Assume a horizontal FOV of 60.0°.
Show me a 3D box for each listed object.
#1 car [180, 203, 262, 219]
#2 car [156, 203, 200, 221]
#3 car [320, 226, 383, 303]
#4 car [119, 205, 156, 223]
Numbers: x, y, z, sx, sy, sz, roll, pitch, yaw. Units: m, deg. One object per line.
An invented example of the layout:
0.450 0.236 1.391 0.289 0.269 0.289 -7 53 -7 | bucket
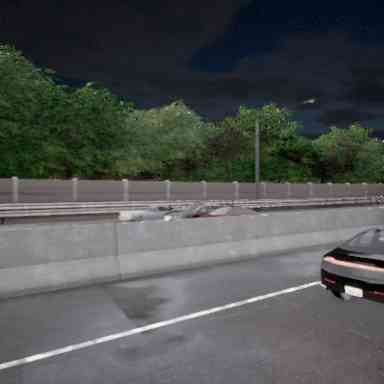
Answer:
1.939 1.505 18.164 4.674 1.442 1.812 0 0 -35 | car
0.504 1.468 21.429 4.902 1.511 2.128 0 0 -35 | car
4.747 1.480 7.073 4.902 1.511 2.128 0 0 -35 | car
-2.694 1.578 23.472 4.718 1.301 1.895 0 0 -35 | car
